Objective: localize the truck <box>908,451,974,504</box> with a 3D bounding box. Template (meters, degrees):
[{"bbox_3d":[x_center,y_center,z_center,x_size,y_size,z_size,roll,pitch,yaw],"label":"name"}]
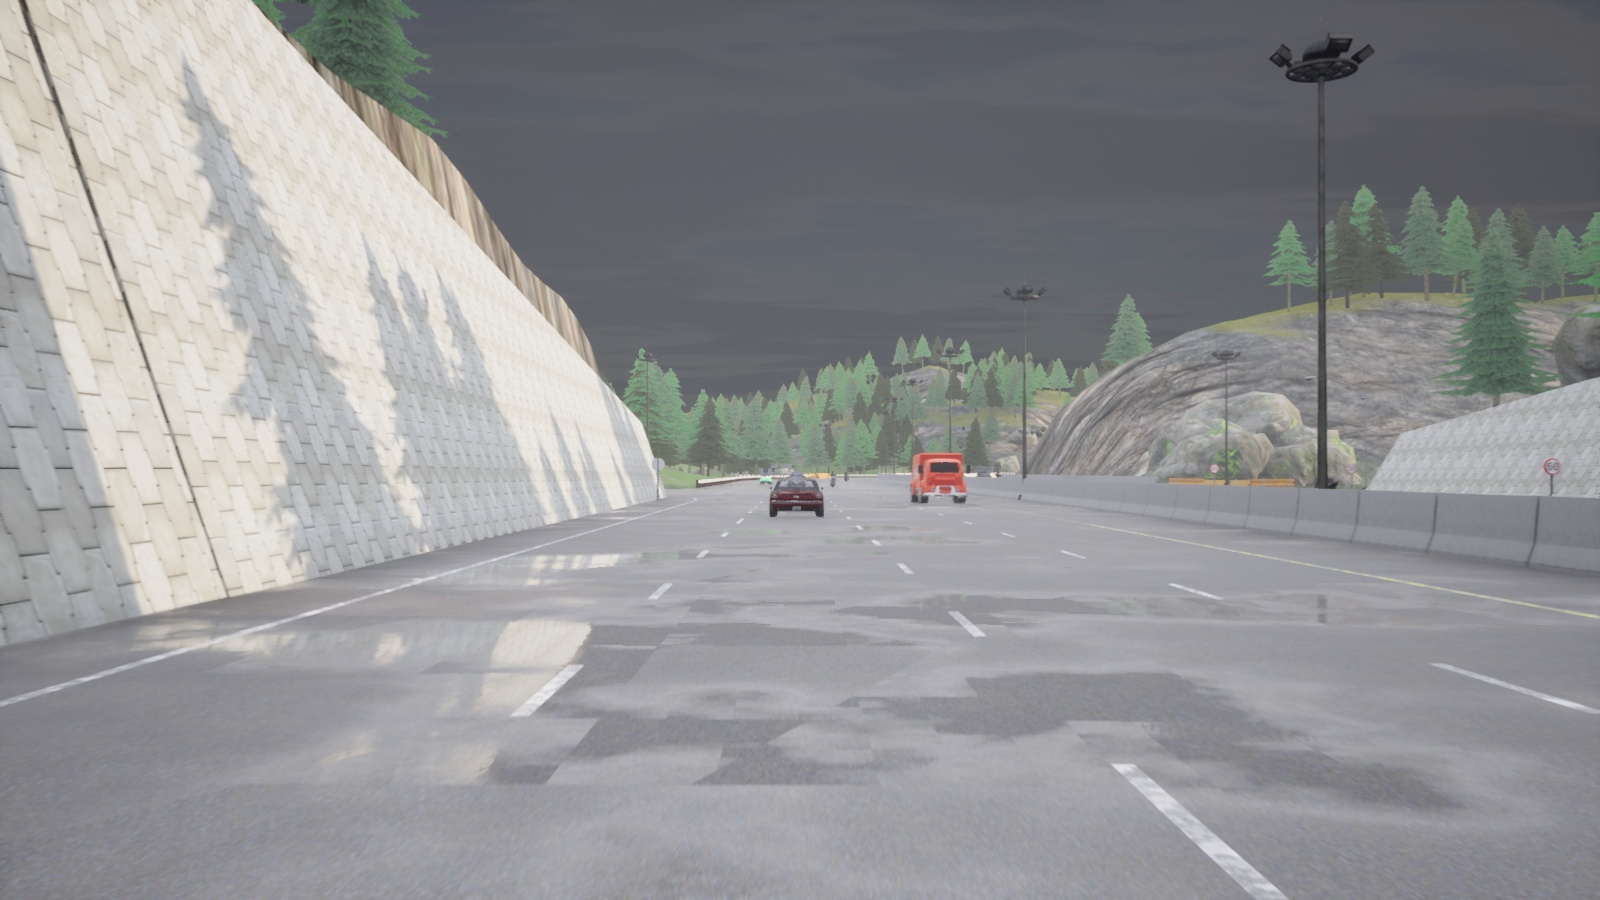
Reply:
[{"bbox_3d":[6.849,1.333,61.519,2.627,2.467,5.204,0,-1,0],"label":"truck"}]

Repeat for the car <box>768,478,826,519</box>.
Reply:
[{"bbox_3d":[-0.105,1.641,43.373,1.895,1.301,4.718,0,-1,0],"label":"car"}]
